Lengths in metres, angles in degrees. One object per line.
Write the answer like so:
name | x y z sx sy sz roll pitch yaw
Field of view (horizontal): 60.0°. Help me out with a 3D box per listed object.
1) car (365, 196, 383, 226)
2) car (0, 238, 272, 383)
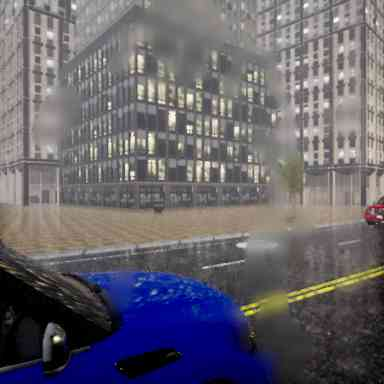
car | 13.733 1.195 22.277 5.566 2.045 2.150 0 0 -39
car | -1.981 1.223 2.070 5.566 2.045 2.150 0 0 -35
